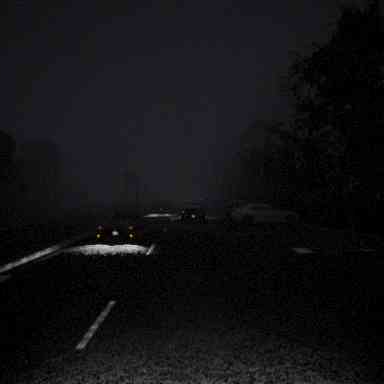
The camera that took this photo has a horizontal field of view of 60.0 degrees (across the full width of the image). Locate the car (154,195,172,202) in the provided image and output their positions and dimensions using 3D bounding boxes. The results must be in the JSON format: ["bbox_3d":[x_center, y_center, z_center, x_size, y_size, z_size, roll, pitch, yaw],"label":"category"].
[{"bbox_3d":[-7.365,1.670,84.746,4.553,1.767,2.185,0,-1,-1],"label":"car"}]

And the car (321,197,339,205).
[{"bbox_3d":[20.392,1.221,45.696,5.008,1.535,1.882,-1,-3,0],"label":"car"}]

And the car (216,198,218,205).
[{"bbox_3d":[5.086,1.564,32.985,4.674,1.452,2.002,0,0,0],"label":"car"}]

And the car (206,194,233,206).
[{"bbox_3d":[5.123,1.432,57.321,4.553,1.767,2.185,0,0,0],"label":"car"}]

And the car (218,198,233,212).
[{"bbox_3d":[5.083,1.521,29.709,4.892,1.521,2.231,0,0,0],"label":"car"}]

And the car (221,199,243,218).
[{"bbox_3d":[5.094,1.515,26.436,5.008,1.535,2.097,0,0,0],"label":"car"}]

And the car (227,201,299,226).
[{"bbox_3d":[5.086,1.551,23.287,4.674,1.452,2.002,0,0,0],"label":"car"}]

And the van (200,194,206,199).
[{"bbox_3d":[4.785,1.509,81.287,4.442,1.987,1.878,0,-1,0],"label":"van"}]

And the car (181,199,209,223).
[{"bbox_3d":[0.104,1.560,26.074,1.812,1.442,4.674,0,0,0],"label":"car"}]

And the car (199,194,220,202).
[{"bbox_3d":[4.777,1.732,92.460,5.566,2.045,2.435,0,-2,-1],"label":"car"}]

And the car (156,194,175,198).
[{"bbox_3d":[-7.556,1.739,81.825,5.366,1.575,1.946,0,-1,0],"label":"car"}]

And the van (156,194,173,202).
[{"bbox_3d":[-7.307,1.639,87.786,4.442,1.987,1.878,0,-1,-1],"label":"van"}]

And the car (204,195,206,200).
[{"bbox_3d":[5.051,1.604,60.491,4.674,1.452,2.002,0,0,0],"label":"car"}]

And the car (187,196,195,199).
[{"bbox_3d":[-0.238,1.798,86.664,1.812,1.442,4.674,0,-1,-1],"label":"car"}]

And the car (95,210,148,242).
[{"bbox_3d":[-3.344,1.586,16.385,1.994,1.385,4.181,0,0,0],"label":"car"}]

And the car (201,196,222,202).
[{"bbox_3d":[5.040,1.840,86.740,5.366,1.575,1.946,0,-1,-1],"label":"car"}]

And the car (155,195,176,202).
[{"bbox_3d":[-7.455,1.773,93.976,5.566,2.045,2.435,0,-2,-1],"label":"car"}]

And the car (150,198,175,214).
[{"bbox_3d":[-3.245,1.635,36.448,1.994,1.385,4.181,0,0,0],"label":"car"}]
